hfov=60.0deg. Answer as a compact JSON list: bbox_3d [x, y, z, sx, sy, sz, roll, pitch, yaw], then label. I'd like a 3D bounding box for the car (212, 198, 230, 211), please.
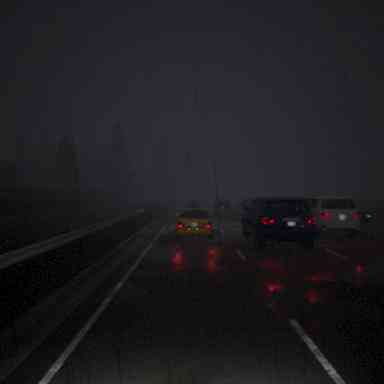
[{"bbox_3d":[3.599,1.535,41.217,1.837,1.490,4.892,0,0,0],"label":"car"}]

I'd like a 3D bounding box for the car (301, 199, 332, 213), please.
[{"bbox_3d":[14.100,1.554,37.952,1.812,1.442,4.674,0,0,0],"label":"car"}]

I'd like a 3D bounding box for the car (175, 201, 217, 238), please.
[{"bbox_3d":[0.098,1.468,17.518,1.801,1.575,5.366,0,0,0],"label":"car"}]

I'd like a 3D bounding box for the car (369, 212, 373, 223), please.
[{"bbox_3d":[10.597,1.565,23.502,2.033,1.411,5.357,0,0,0],"label":"car"}]

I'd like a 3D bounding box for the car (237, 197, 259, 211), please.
[{"bbox_3d":[7.097,1.508,42.629,1.882,1.535,5.008,0,0,0],"label":"car"}]

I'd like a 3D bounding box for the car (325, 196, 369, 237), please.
[{"bbox_3d":[7.099,1.236,18.384,2.150,2.045,5.566,0,0,0],"label":"car"}]

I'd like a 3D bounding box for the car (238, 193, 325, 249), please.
[{"bbox_3d":[3.598,1.234,14.700,2.150,2.045,5.566,0,0,0],"label":"car"}]

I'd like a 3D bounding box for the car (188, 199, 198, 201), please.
[{"bbox_3d":[0.097,1.594,41.921,1.994,1.385,4.181,0,0,0],"label":"car"}]

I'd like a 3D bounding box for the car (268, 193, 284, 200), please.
[{"bbox_3d":[22.915,1.280,91.155,3.866,1.878,1.905,0,0,0],"label":"car"}]
